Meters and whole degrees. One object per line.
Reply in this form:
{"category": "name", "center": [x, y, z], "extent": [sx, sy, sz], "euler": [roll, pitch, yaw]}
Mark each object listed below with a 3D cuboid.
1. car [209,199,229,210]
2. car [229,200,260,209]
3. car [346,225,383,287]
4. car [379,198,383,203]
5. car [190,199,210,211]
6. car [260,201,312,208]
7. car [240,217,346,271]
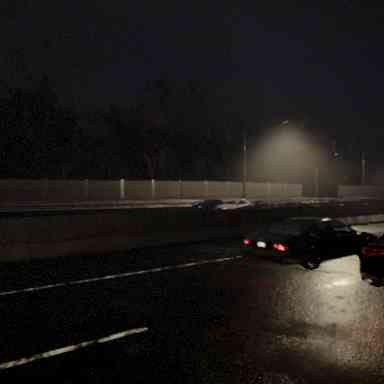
{"category": "car", "center": [4.348, 1.506, 32.890], "extent": [4.674, 1.442, 1.812], "euler": [0, 0, -35]}
{"category": "car", "center": [6.270, 1.528, 29.964], "extent": [5.357, 1.411, 2.033], "euler": [0, 0, -35]}
{"category": "car", "center": [6.066, 1.469, 8.073], "extent": [5.008, 1.535, 1.882], "euler": [0, 0, -36]}
{"category": "car", "center": [34.901, 1.518, 58.874], "extent": [4.181, 1.385, 1.994], "euler": [0, 0, -36]}
{"category": "car", "center": [2.000, 1.506, 35.502], "extent": [4.674, 1.442, 1.812], "euler": [0, 0, -36]}
{"category": "car", "center": [8.337, 1.529, 27.140], "extent": [5.357, 1.411, 2.033], "euler": [0, 0, -35]}
{"category": "car", "center": [4.017, 1.539, 10.916], "extent": [5.357, 1.411, 2.033], "euler": [0, 0, -35]}
